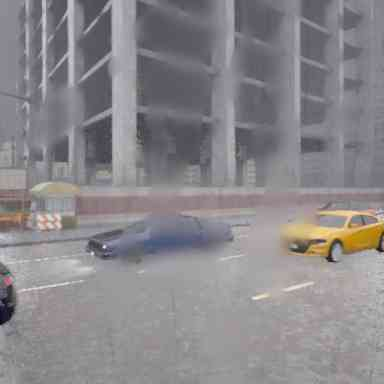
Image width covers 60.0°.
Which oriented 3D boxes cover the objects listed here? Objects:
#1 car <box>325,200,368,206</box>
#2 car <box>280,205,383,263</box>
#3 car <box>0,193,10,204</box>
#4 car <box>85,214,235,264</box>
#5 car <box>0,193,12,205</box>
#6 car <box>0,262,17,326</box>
[{"bbox_3d":[8.223,1.273,18.322,4.553,1.767,2.097,0,0,-35],"label":"car"},{"bbox_3d":[5.271,1.427,11.954,5.008,1.535,1.882,-1,0,-35],"label":"car"},{"bbox_3d":[-32.384,1.088,55.017,3.866,1.878,1.905,0,0,-36],"label":"car"},{"bbox_3d":[-0.923,1.520,11.883,5.357,1.411,2.033,0,0,-35],"label":"car"},{"bbox_3d":[-30.661,1.088,52.634,3.866,1.878,1.905,0,0,-36],"label":"car"},{"bbox_3d":[-4.888,1.570,4.797,4.181,1.385,1.994,0,0,-36],"label":"car"}]
